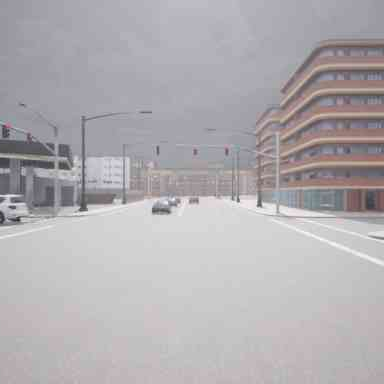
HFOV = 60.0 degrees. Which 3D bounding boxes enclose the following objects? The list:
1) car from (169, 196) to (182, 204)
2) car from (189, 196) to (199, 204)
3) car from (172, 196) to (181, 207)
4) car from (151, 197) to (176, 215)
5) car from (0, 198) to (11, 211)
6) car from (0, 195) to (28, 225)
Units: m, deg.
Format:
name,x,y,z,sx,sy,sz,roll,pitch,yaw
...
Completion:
name,x,y,z,sx,sy,sz,roll,pitch,yaw
car,-3.194,1.488,65.322,2.128,1.511,4.902,0,0,0
car,0.346,1.487,63.754,2.128,1.511,4.902,0,0,0
car,-3.133,1.544,50.823,2.033,1.411,5.357,0,0,0
car,-3.071,1.545,34.706,2.033,1.411,5.357,0,0,0
car,-23.943,1.453,39.446,3.806,1.475,1.970,0,0,1
car,-14.668,1.219,23.771,5.566,2.045,2.150,0,0,4
